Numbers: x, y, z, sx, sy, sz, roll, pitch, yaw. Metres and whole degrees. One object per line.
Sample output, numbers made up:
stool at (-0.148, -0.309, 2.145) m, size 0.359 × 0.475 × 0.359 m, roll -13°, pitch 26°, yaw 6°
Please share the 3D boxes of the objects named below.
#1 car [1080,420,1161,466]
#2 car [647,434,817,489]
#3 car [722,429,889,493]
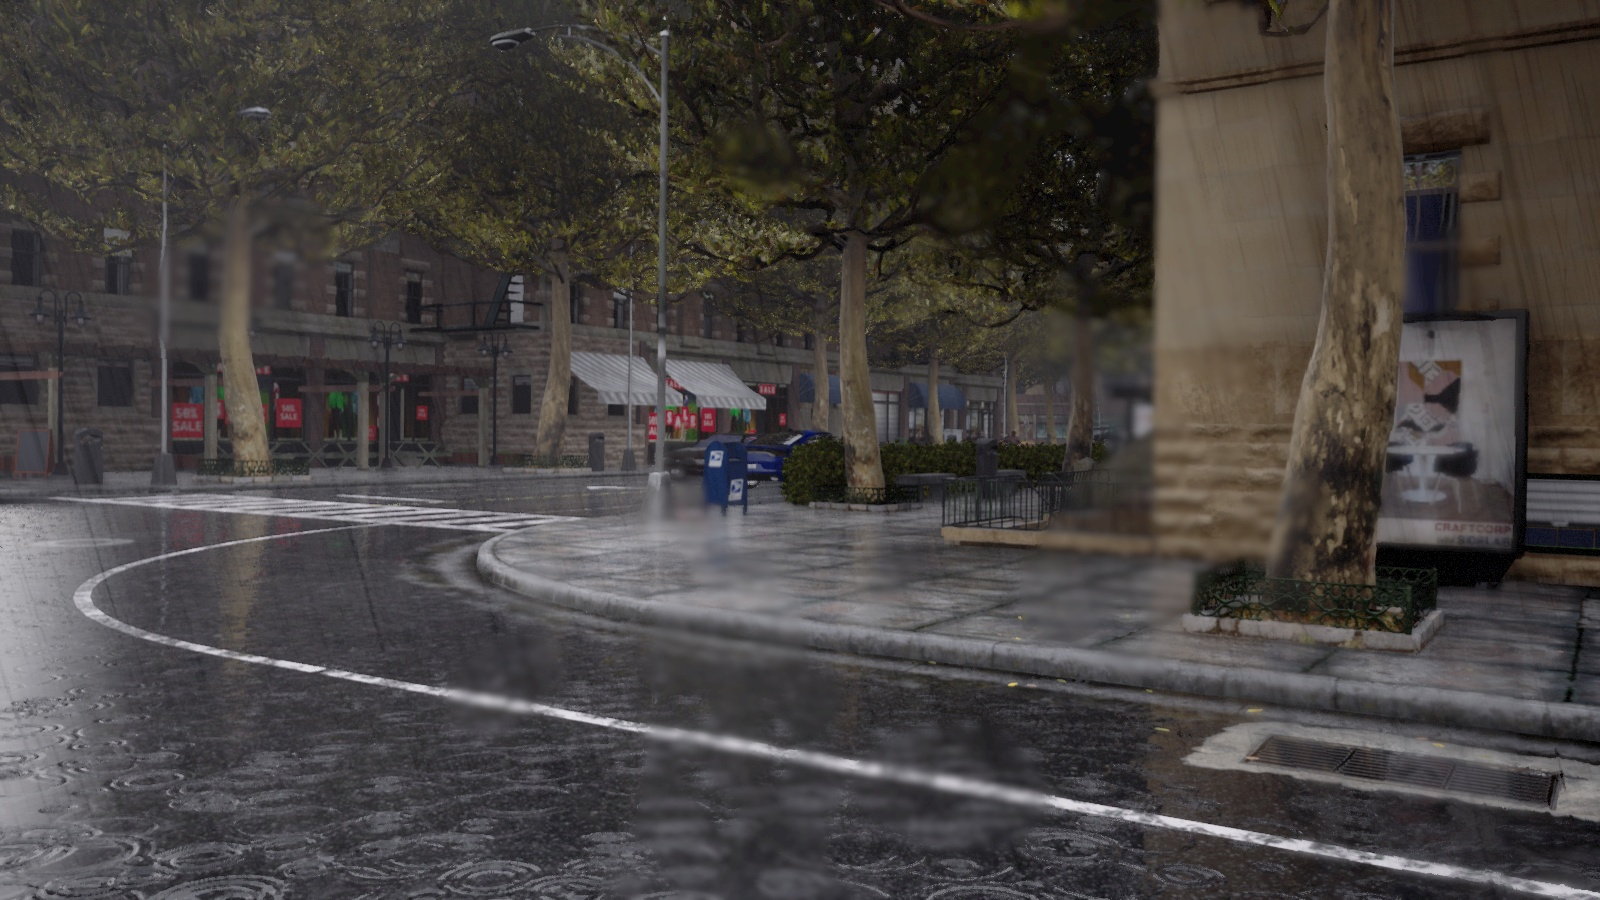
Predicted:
car at (13.538, -0.333, 52.900) m, size 1.932 × 1.855 × 4.605 m, roll 0°, pitch 1°, yaw 33°
car at (-1.828, 0.263, 35.772) m, size 2.033 × 1.411 × 5.357 m, roll 0°, pitch 1°, yaw 33°
car at (0.251, 0.226, 32.560) m, size 1.882 × 1.535 × 5.008 m, roll 0°, pitch 1°, yaw 33°
